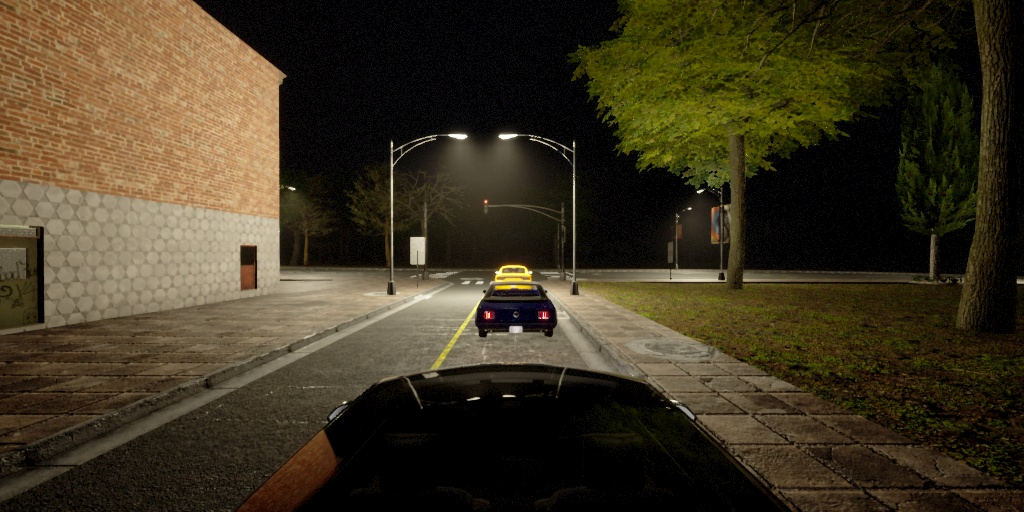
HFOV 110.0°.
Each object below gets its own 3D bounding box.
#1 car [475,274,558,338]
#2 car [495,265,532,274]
[{"bbox_3d":[0.093,1.357,10.230,1.895,1.301,4.718,0,0,0],"label":"car"},{"bbox_3d":[0.089,1.255,19.574,1.882,1.535,5.008,0,0,1],"label":"car"}]
